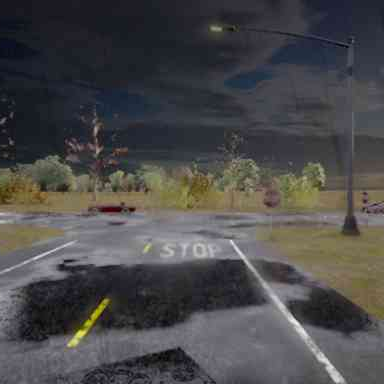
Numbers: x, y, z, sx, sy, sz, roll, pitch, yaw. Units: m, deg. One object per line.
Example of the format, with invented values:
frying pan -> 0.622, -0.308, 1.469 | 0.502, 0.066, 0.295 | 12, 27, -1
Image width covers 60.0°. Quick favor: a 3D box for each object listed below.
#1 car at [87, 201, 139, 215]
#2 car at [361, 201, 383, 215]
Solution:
car -> -7.615, 1.510, 32.150 | 4.718, 1.301, 1.895 | 0, 0, -1
car -> 19.078, 1.615, 32.867 | 4.181, 1.385, 1.994 | 0, 0, -2
